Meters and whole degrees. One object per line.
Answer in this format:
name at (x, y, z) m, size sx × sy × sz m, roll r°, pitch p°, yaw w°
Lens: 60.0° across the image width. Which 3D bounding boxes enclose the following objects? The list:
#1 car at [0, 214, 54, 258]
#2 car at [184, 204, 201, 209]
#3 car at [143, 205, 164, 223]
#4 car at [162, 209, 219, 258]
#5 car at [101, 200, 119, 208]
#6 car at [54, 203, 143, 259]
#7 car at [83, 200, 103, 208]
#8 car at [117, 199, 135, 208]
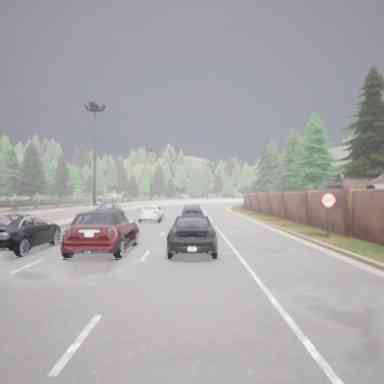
car at (-6.982, 1.642, 13.489) m, size 2.128 × 1.511 × 4.902 m, roll 0°, pitch 0°, yaw 0°
car at (0.028, 1.821, 28.486) m, size 1.837 × 1.490 × 4.892 m, roll 0°, pitch 0°, yaw 1°
car at (-3.467, 1.844, 28.880) m, size 1.812 × 1.442 × 4.674 m, roll 0°, pitch 0°, yaw 1°
car at (0.018, 1.657, 13.487) m, size 1.837 × 1.490 × 4.892 m, roll 0°, pitch 0°, yaw 0°
car at (-15.908, 2.269, 64.800) m, size 1.994 × 1.385 × 4.181 m, roll 0°, pitch -1°, yaw 9°
car at (-3.482, 1.500, 13.409) m, size 2.097 × 1.767 × 4.553 m, roll 0°, pitch -1°, yaw 0°
car at (-19.369, 2.243, 65.369) m, size 1.812 × 1.442 × 4.674 m, roll 0°, pitch 0°, yaw 9°
car at (-12.543, 2.200, 63.647) m, size 1.837 × 1.490 × 4.892 m, roll 0°, pitch 0°, yaw 9°
